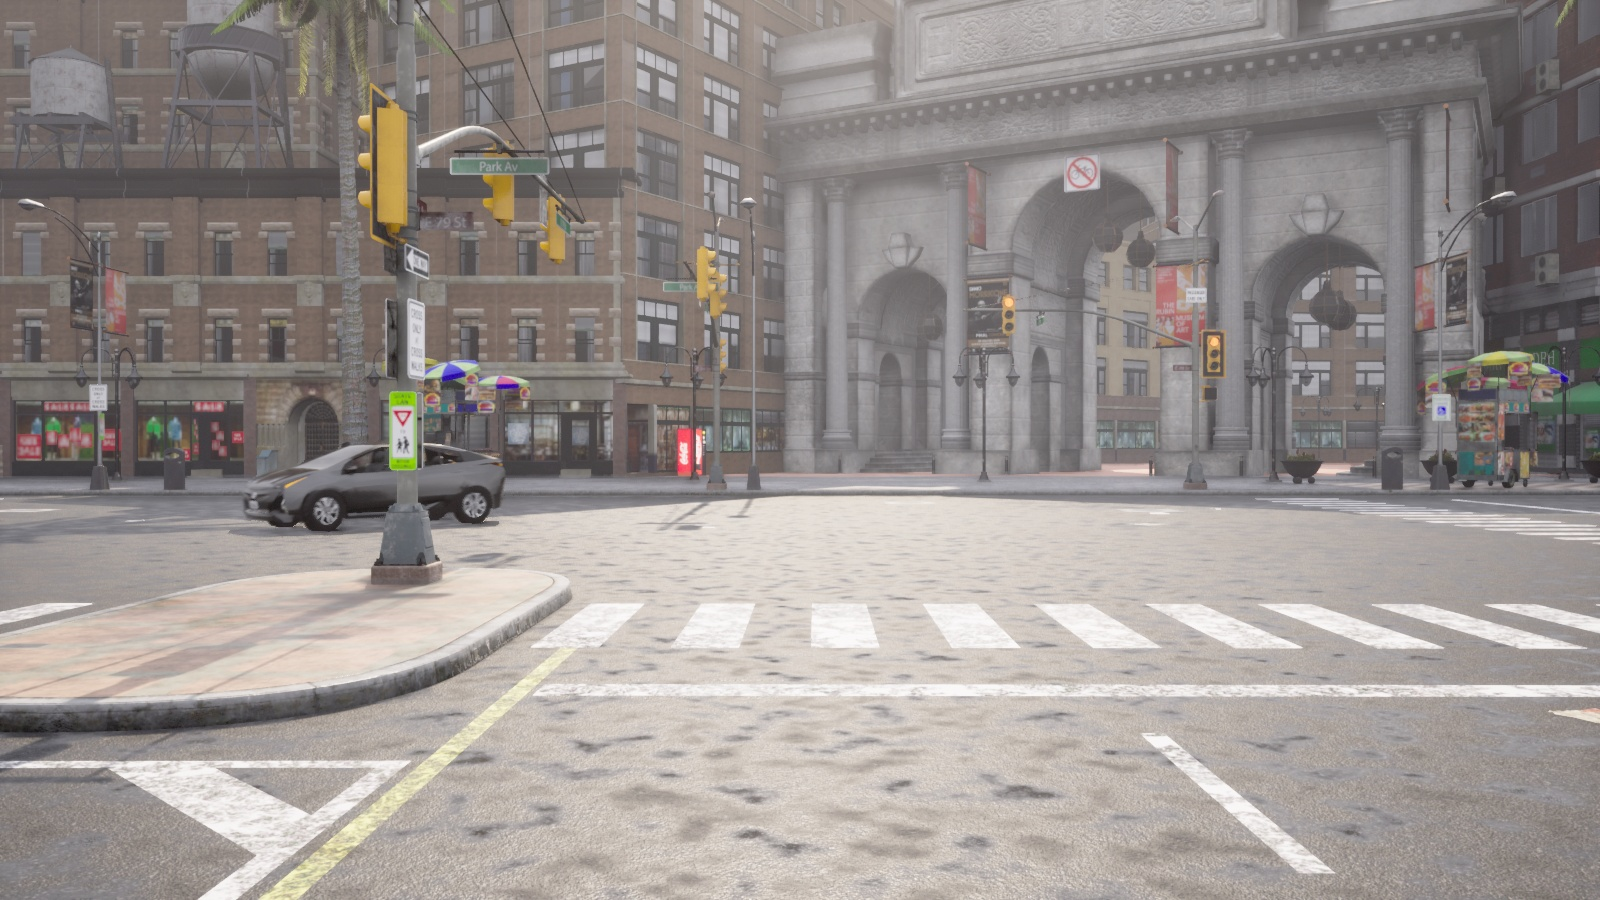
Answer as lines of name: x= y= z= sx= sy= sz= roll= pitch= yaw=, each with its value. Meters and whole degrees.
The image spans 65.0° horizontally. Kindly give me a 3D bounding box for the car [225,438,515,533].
car: x=-7.625 y=0.560 z=22.584 sx=2.007 sy=1.525 sz=4.514 roll=0 pitch=0 yaw=45
